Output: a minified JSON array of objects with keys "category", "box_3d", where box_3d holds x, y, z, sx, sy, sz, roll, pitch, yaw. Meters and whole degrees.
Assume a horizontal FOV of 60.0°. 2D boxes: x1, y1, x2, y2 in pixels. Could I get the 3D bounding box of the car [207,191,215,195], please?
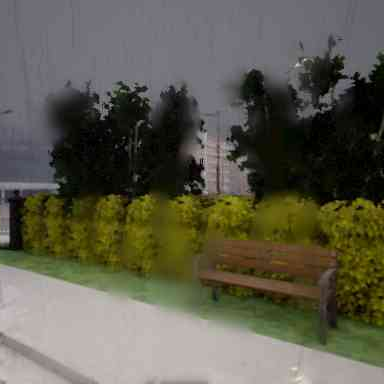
[{"category":"car","box_3d":[2.733,0.578,63.568,1.837,1.490,4.892,1,2,36]}]
